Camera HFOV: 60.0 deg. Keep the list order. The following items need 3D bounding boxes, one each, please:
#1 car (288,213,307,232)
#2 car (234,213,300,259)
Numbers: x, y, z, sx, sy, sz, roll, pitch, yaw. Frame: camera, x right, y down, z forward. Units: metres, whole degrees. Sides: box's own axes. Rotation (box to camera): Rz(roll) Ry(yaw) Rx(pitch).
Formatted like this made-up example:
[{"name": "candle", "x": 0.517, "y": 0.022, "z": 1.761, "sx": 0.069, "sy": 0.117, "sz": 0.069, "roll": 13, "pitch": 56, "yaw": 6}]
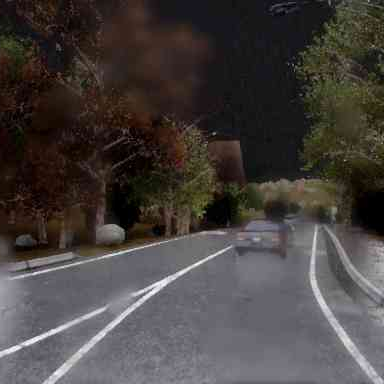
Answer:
[{"name": "car", "x": 8.443, "y": 2.534, "z": 27.673, "sx": 2.128, "sy": 1.511, "sz": 4.902, "roll": 0, "pitch": -4, "yaw": 21}, {"name": "car", "x": 3.112, "y": 1.778, "z": 13.621, "sx": 2.033, "sy": 1.411, "sz": 5.357, "roll": 0, "pitch": -2, "yaw": 21}]
